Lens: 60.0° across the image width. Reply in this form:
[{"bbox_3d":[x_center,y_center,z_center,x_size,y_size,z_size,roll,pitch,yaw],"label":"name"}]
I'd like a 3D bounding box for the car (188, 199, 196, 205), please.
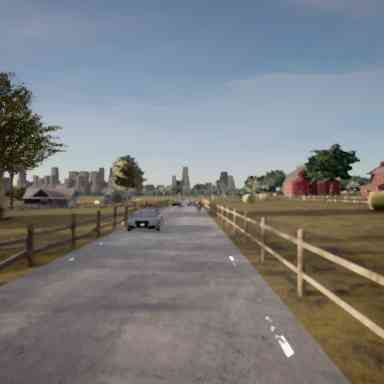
[{"bbox_3d":[0.026,2.347,78.255,1.994,1.385,4.181,0,-1,0],"label":"car"}]

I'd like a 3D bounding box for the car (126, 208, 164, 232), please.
[{"bbox_3d":[-2.842,1.695,20.934,1.994,1.385,4.181,0,0,0],"label":"car"}]

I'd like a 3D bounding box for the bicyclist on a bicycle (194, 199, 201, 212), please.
[{"bbox_3d":[0.752,1.805,43.976,0.866,1.612,1.509,0,-1,0],"label":"bicyclist on a bicycle"}]

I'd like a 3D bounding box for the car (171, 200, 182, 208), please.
[{"bbox_3d":[-2.763,2.172,61.361,1.895,1.301,4.718,0,-1,1],"label":"car"}]

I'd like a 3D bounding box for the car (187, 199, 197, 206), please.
[{"bbox_3d":[0.048,2.213,68.803,2.033,1.411,5.357,0,-1,1],"label":"car"}]

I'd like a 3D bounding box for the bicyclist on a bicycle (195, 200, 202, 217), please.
[{"bbox_3d":[0.766,1.705,33.371,0.582,1.620,1.656,0,-1,0],"label":"bicyclist on a bicycle"}]
